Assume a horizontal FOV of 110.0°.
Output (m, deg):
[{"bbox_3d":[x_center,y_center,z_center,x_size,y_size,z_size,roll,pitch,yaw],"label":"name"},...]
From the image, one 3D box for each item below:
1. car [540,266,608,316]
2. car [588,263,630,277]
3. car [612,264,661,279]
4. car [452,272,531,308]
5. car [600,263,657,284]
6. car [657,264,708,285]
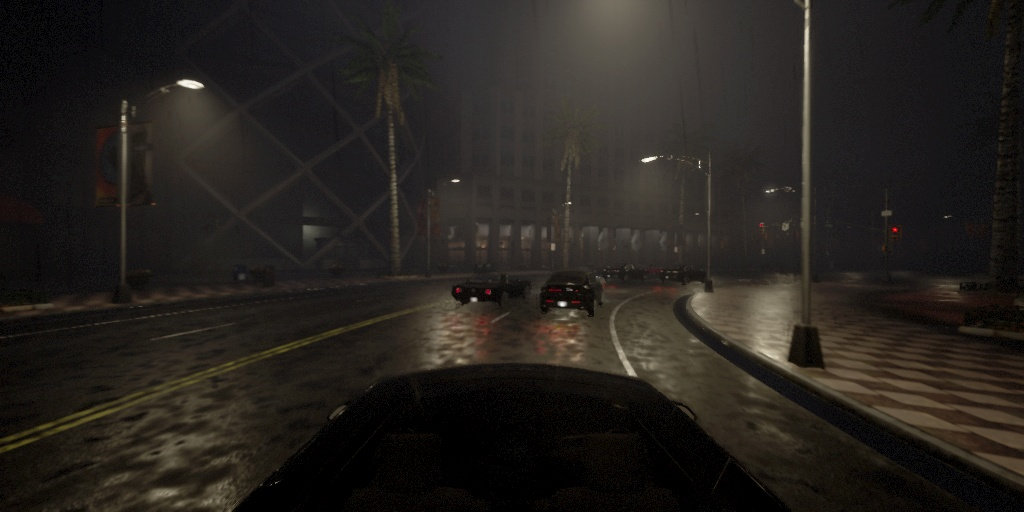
[{"bbox_3d":[2.403,1.284,13.707,1.837,1.490,4.892,0,0,19],"label":"car"},{"bbox_3d":[10.407,1.432,38.338,4.181,1.385,1.994,1,0,-30],"label":"car"},{"bbox_3d":[12.336,1.485,35.443,4.718,1.301,1.895,1,0,-29],"label":"car"},{"bbox_3d":[-0.648,1.351,15.468,1.895,1.301,4.718,1,0,20],"label":"car"},{"bbox_3d":[9.174,1.342,28.749,4.902,1.511,2.128,1,0,-41],"label":"car"},{"bbox_3d":[13.261,1.381,27.487,4.902,1.511,2.128,1,0,-35],"label":"car"}]
